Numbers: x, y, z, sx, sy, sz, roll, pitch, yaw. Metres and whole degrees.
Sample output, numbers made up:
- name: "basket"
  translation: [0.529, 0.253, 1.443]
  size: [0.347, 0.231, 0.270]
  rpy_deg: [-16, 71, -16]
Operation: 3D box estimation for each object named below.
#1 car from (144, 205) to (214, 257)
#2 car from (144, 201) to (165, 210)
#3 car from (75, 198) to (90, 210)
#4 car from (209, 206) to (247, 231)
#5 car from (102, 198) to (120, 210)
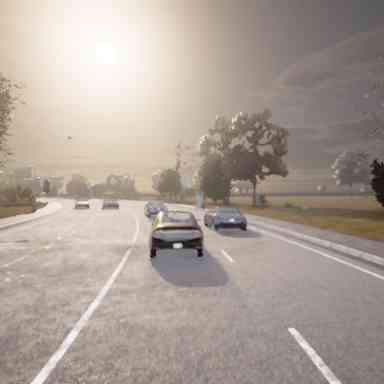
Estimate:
- name: "car"
  translation: [-0.663, 1.481, 12.918]
  size: [2.128, 1.511, 4.902]
  rpy_deg: [0, 0, -5]
- name: "car"
  translation: [-3.371, 1.527, 30.655]
  size: [2.033, 1.411, 5.357]
  rpy_deg: [0, 0, -12]
- name: "car"
  translation: [-14.457, 1.520, 43.969]
  size: [2.033, 1.411, 5.357]
  rpy_deg: [0, 0, -18]
- name: "car"
  translation: [1.945, 1.545, 20.540]
  size: [1.994, 1.385, 4.181]
  rpy_deg: [0, 0, -8]
- name: "car"
  translation: [-10.589, 1.537, 43.276]
  size: [1.994, 1.385, 4.181]
  rpy_deg: [0, 0, -18]
